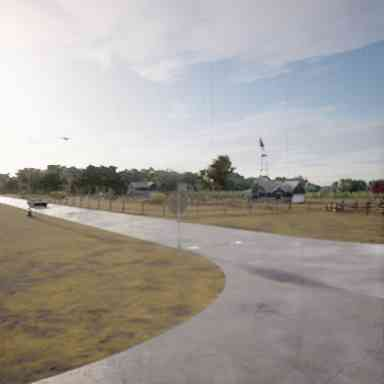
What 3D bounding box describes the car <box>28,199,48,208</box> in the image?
[{"bbox_3d":[-22.040,1.610,47.551,1.895,1.301,4.718,-1,1,-35],"label":"car"}]
